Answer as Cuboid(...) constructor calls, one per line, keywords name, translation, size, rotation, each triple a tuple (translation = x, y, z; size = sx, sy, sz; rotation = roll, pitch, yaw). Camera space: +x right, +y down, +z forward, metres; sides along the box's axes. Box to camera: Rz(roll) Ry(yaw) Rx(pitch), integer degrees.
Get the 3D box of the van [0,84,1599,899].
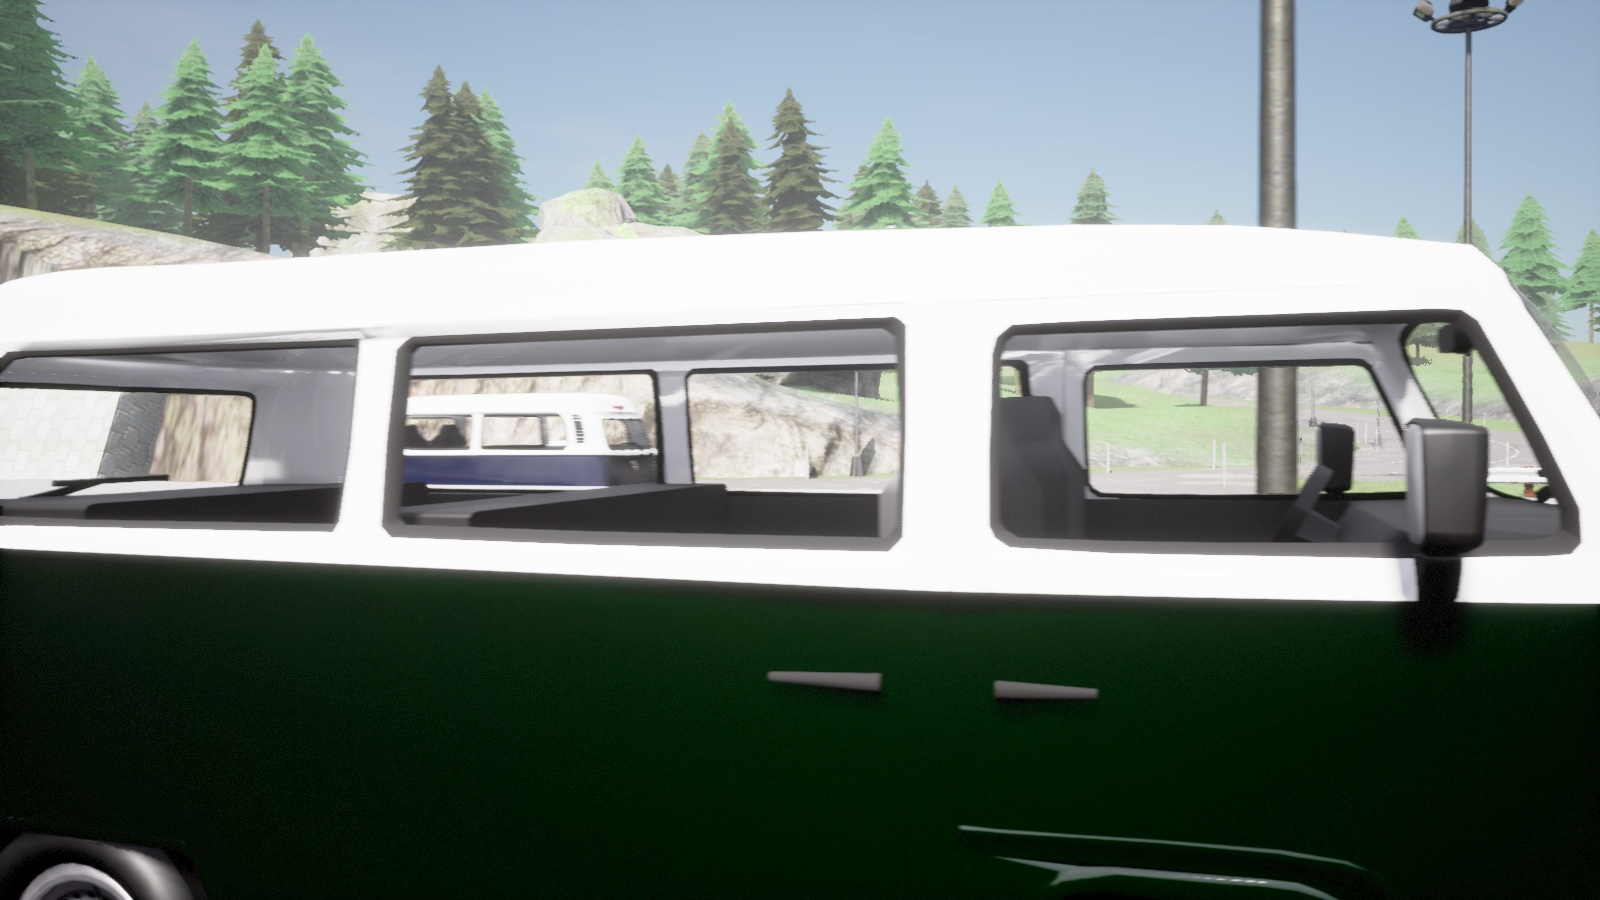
Cuboid(name="van", translation=(-0.176, 0.501, 3.248), size=(4.480, 2.038, 2.069), rotation=(0, 1, 19))
